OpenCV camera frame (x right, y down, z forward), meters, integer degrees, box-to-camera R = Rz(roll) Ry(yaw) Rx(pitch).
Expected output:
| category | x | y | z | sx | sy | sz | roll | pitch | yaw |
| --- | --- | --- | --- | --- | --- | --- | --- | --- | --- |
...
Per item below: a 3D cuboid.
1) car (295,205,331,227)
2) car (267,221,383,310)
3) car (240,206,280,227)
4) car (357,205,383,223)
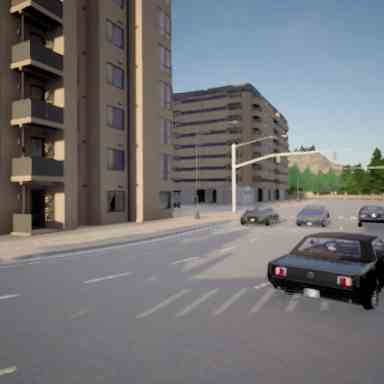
| category | x | y | z | sx | sy | sz | roll | pitch | yaw |
| --- | --- | --- | --- | --- | --- | --- | --- | --- | --- |
| car | 8.670 | 1.626 | 23.420 | 2.033 | 1.411 | 5.357 | -1 | 0 | 28 |
| car | 3.703 | 1.625 | 8.006 | 1.895 | 1.301 | 4.718 | -1 | 0 | 40 |
| car | 4.943 | 1.673 | 23.856 | 1.994 | 1.385 | 4.181 | -1 | 0 | 28 |
| car | 12.780 | 1.597 | 23.451 | 2.033 | 1.411 | 5.357 | -1 | 0 | 28 |
